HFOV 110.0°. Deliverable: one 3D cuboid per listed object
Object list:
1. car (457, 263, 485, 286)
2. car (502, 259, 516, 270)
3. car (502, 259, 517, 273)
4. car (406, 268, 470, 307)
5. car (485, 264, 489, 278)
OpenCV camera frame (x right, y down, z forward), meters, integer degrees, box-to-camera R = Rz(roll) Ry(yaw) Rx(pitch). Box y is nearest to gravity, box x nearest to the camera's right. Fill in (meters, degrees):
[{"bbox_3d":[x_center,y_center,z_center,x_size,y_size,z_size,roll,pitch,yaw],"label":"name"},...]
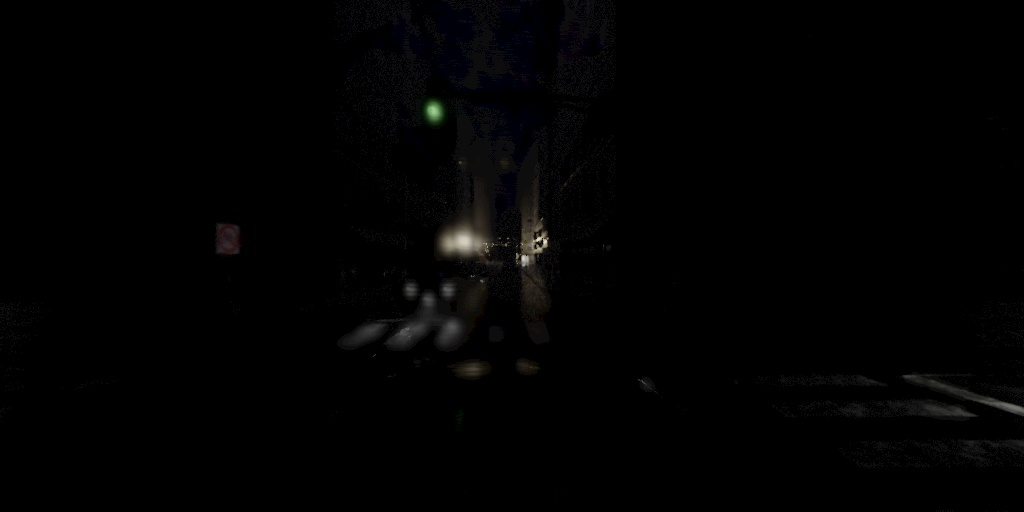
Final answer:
[{"bbox_3d":[-3.280,1.353,26.197,1.837,1.490,4.892,0,0,-1],"label":"car"},{"bbox_3d":[-0.444,1.332,57.855,2.097,1.767,4.553,0,0,0],"label":"car"},{"bbox_3d":[-0.273,1.506,48.031,1.994,1.385,4.181,0,0,0],"label":"car"},{"bbox_3d":[-3.195,1.406,15.958,1.895,1.301,4.718,0,0,0],"label":"car"},{"bbox_3d":[-3.362,1.439,36.700,2.033,1.411,5.357,0,0,0],"label":"car"}]
